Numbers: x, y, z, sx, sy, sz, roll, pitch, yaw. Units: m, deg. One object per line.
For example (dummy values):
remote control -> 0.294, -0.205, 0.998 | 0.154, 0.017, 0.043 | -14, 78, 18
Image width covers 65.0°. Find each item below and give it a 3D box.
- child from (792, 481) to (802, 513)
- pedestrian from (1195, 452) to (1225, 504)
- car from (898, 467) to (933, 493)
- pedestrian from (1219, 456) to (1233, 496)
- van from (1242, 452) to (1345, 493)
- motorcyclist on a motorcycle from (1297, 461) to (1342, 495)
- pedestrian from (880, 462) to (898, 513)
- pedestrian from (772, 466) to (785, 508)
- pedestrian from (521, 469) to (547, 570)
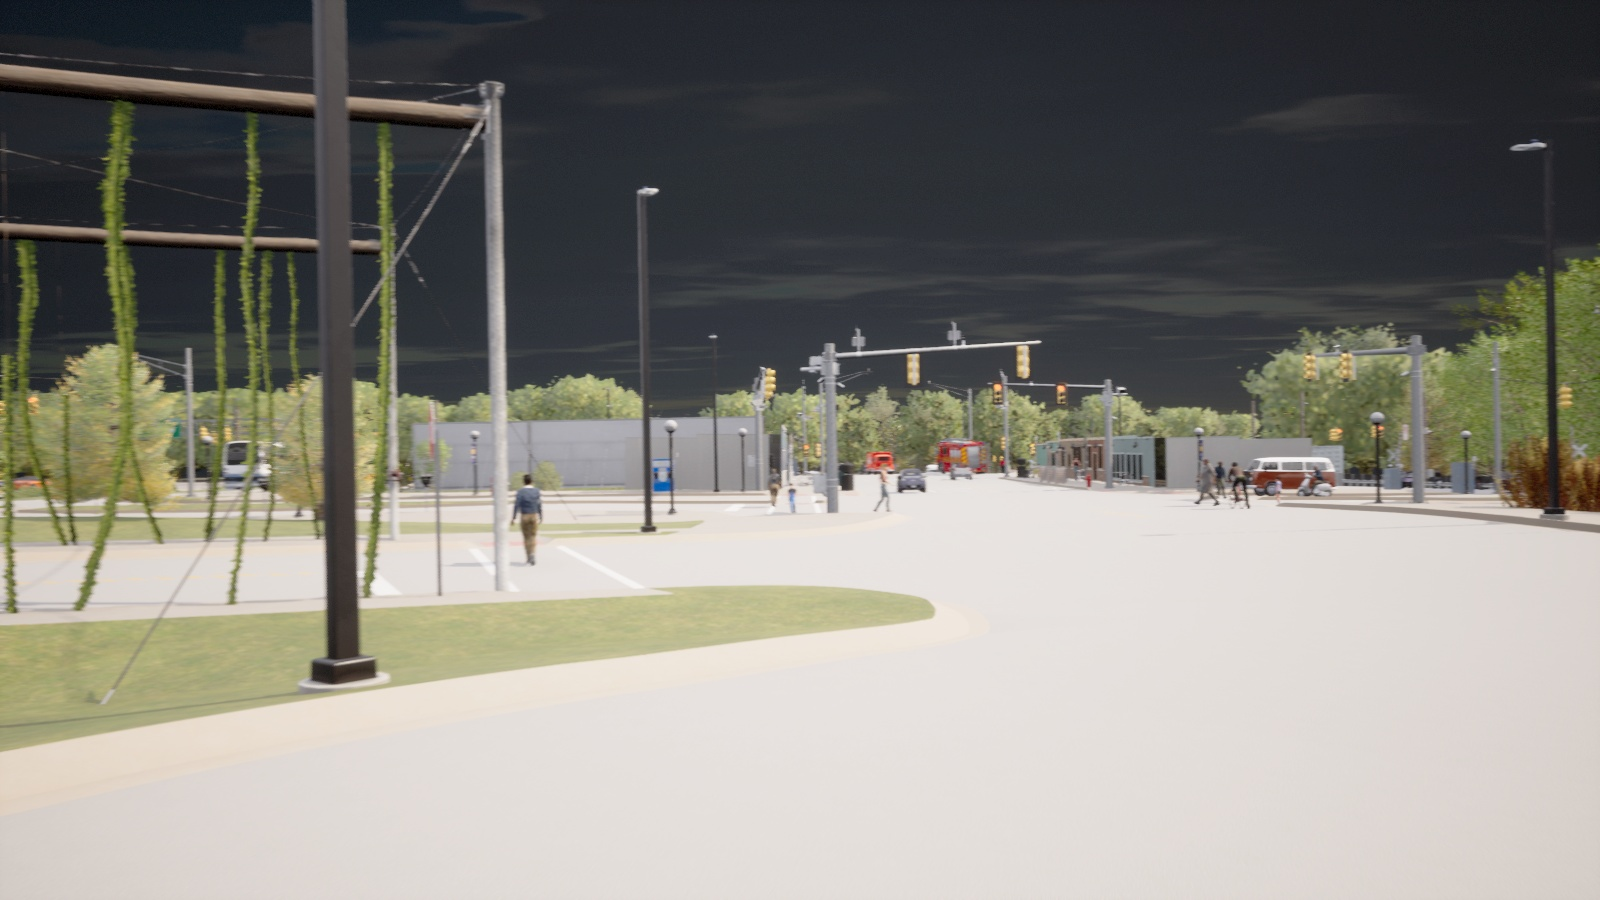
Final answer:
child -> -0.126, 1.878, 50.243 | 0.270, 1.263, 0.437 | -2, 0, 12
pedestrian -> 15.675, 1.071, 48.001 | 0.873, 1.952, 0.659 | -2, 0, -2
car -> 7.144, 1.855, 77.833 | 1.845, 1.501, 3.633 | -2, 0, 1
pedestrian -> 19.410, 1.177, 57.267 | 0.370, 1.835, 0.726 | -2, 0, 3
van -> 25.315, 1.182, 64.563 | 4.480, 2.038, 2.069 | 0, -1, -1
motorcyclist on a motorcycle -> 25.109, 1.345, 60.726 | 1.817, 1.590, 0.866 | 0, -1, -5
pedestrian -> 3.260, 1.354, 45.910 | 0.594, 1.836, 0.345 | -2, 0, 1
pedestrian -> -0.974, 1.676, 57.269 | 0.540, 1.848, 0.694 | -2, 0, -1
pedestrian -> -5.270, 1.358, 24.839 | 0.423, 1.949, 0.788 | -2, 0, -13
